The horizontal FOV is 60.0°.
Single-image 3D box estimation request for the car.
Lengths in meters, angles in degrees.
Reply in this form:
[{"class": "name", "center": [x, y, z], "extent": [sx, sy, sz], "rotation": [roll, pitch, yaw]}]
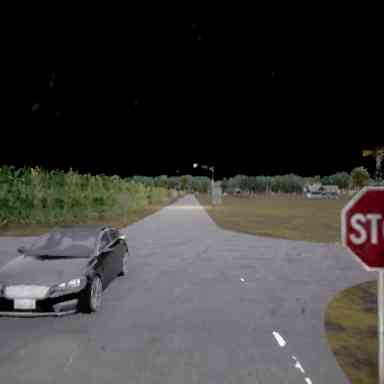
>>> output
[{"class": "car", "center": [-2.740, 1.576, 7.909], "extent": [2.128, 1.511, 4.902], "rotation": [0, 0, 0]}]
